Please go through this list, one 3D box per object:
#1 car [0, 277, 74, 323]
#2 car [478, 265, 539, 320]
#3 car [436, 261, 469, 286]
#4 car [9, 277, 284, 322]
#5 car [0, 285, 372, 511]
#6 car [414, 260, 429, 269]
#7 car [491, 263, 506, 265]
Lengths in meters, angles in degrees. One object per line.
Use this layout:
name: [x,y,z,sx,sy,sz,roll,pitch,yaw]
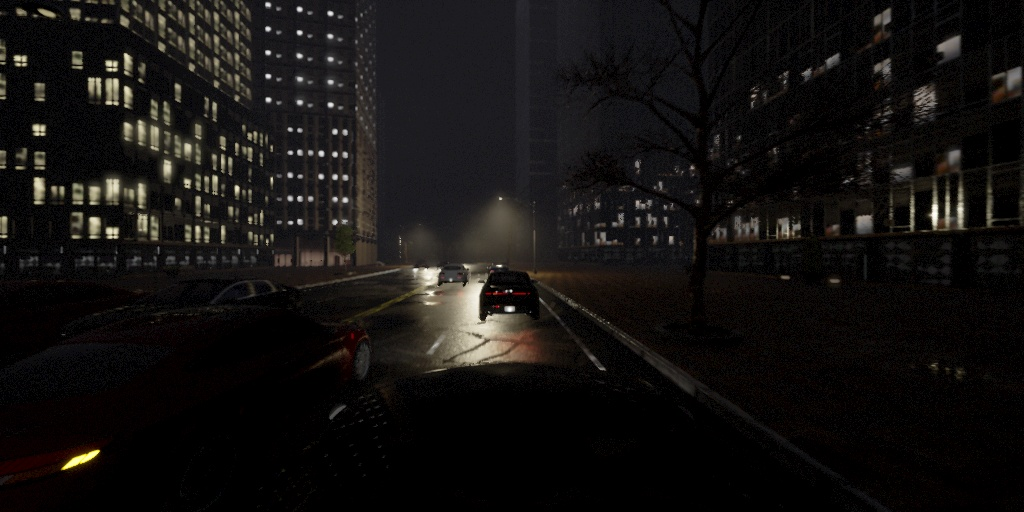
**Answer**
car: [-9.946,1.236,7.052,1.882,1.535,5.008,0,0,-1]
car: [-0.136,1.248,12.581,1.837,1.490,4.892,0,0,-2]
car: [-3.986,1.268,24.838,1.812,1.442,4.674,0,0,-4]
car: [-6.715,1.245,8.012,2.128,1.511,4.902,0,0,-1]
car: [-3.204,1.278,4.019,1.812,1.442,4.674,0,0,0]
car: [-14.006,1.272,55.932,1.812,1.442,4.674,0,0,-8]
car: [-1.205,1.283,31.462,2.033,1.411,5.357,0,0,-5]
